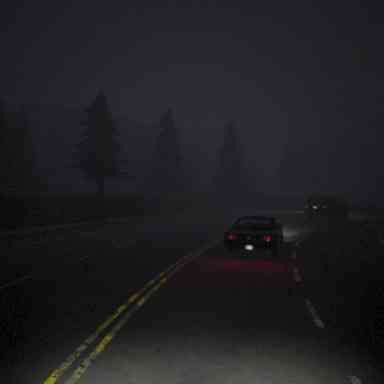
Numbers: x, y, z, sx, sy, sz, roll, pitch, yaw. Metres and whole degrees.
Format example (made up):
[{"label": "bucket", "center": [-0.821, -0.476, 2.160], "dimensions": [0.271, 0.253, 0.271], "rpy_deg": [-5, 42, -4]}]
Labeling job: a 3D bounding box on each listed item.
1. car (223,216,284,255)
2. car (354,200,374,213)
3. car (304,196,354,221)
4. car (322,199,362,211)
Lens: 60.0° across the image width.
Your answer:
[{"label": "car", "center": [2.716, 1.650, 13.720], "dimensions": [1.895, 1.301, 4.718], "rpy_deg": [0, 0, 19]}, {"label": "car", "center": [19.257, 1.638, 39.154], "dimensions": [5.008, 1.535, 1.882], "rpy_deg": [0, 0, -29]}, {"label": "car", "center": [11.597, 1.334, 28.443], "dimensions": [2.150, 2.045, 5.566], "rpy_deg": [0, 0, 42]}, {"label": "car", "center": [19.514, 1.665, 43.246], "dimensions": [4.902, 1.511, 2.128], "rpy_deg": [0, 0, -27]}]
